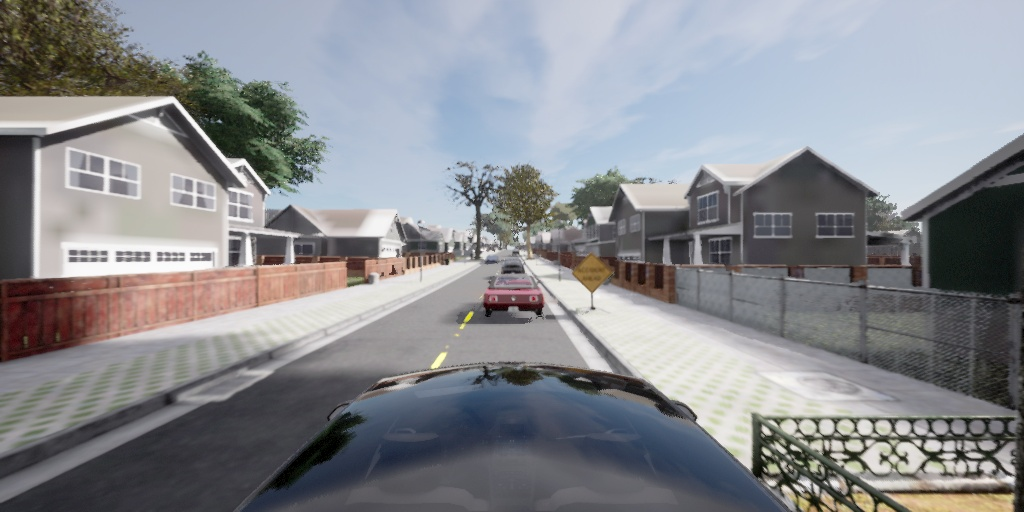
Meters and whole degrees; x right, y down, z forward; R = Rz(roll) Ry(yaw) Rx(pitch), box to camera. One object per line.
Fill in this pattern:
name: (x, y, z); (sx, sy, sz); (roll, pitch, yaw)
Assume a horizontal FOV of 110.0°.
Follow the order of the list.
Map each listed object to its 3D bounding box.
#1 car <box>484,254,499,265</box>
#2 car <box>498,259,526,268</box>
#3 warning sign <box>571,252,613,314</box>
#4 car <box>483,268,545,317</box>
car: (-2.819, 0.427, 50.846); (2.033, 1.411, 5.357); (0, 2, 0)
car: (0.080, 0.959, 29.327); (1.837, 1.490, 4.892); (0, 2, 0)
warning sign: (2.521, 0.810, 11.254); (1.300, 1.860, 1.060); (0, 0, 0)
car: (0.066, 1.280, 12.893); (1.895, 1.301, 4.718); (0, 1, 0)
